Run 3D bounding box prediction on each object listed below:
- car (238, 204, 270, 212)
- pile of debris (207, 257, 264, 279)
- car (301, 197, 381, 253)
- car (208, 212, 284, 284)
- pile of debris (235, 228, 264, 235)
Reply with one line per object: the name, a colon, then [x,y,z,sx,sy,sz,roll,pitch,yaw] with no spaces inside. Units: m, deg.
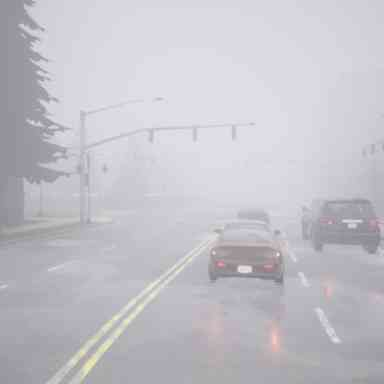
car: [3.889,1.488,21.020,1.882,1.535,5.008,0,0,12]
pile of debris: [1.328,2.179,9.689,1.500,0.140,1.860,0,0,12]
car: [6.000,1.238,13.996,2.150,2.045,5.566,0,0,11]
car: [1.572,1.530,9.565,1.812,1.442,4.674,0,0,10]
pile of debris: [3.230,2.184,18.485,1.500,0.140,1.860,0,0,12]
